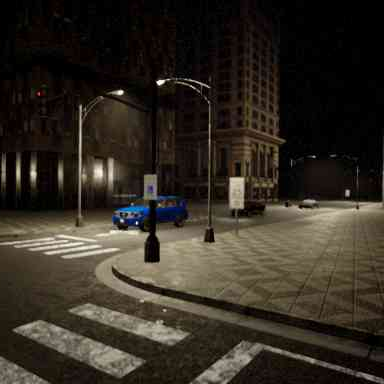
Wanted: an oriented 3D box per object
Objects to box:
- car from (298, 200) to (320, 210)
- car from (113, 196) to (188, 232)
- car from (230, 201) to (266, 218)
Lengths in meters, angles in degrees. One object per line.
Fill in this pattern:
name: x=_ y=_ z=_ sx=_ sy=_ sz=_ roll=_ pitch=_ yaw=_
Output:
car: x=17.188 y=1.813 z=48.655 sx=2.033 sy=1.411 sz=5.357 roll=1 pitch=0 yaw=36
car: x=-2.440 y=1.298 z=21.163 sx=2.150 sy=2.045 sz=5.566 roll=1 pitch=0 yaw=34
car: x=5.523 y=1.637 z=32.362 sx=1.882 sy=1.535 sz=5.008 roll=1 pitch=0 yaw=35
